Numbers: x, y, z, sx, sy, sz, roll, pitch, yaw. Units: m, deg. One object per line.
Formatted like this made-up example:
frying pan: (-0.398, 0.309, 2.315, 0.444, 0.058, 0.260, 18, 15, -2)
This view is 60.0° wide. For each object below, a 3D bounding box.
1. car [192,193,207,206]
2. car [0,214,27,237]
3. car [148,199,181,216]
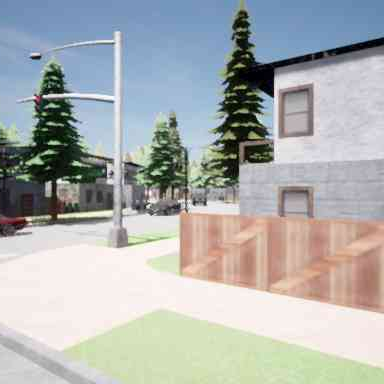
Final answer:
car: (1.182, 1.133, 53.238, 2.150, 2.045, 5.566, 0, 0, -2)
car: (-10.385, 1.551, 15.503, 1.895, 1.301, 4.718, 0, 0, 28)
car: (-2.495, 1.449, 31.519, 1.837, 1.490, 4.892, 0, 0, 19)
